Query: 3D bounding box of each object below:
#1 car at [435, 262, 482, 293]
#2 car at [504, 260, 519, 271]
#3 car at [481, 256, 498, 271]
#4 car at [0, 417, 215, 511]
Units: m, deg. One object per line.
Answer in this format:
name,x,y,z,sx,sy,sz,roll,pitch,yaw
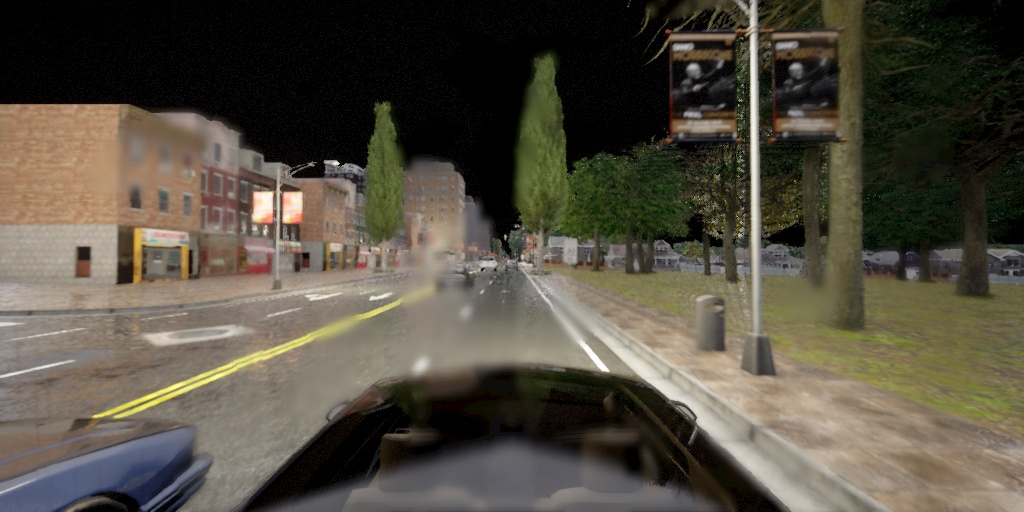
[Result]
car,-3.158,1.268,20.898,2.128,1.511,4.902,0,0,0
car,-0.018,1.360,51.355,2.128,1.511,4.902,0,0,0
car,-3.268,1.090,50.765,2.150,2.045,5.566,0,0,0
car,-3.147,1.290,0.165,2.033,1.411,5.357,0,0,0
